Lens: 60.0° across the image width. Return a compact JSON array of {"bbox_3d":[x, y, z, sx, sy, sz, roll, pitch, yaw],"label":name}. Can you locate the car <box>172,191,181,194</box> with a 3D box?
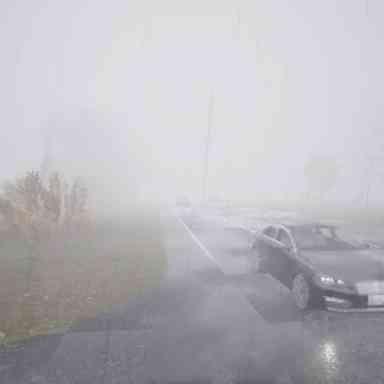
[{"bbox_3d":[-3.568,0.885,81.229,2.150,2.045,5.566,0,0,1],"label":"car"}]

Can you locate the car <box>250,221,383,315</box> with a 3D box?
[{"bbox_3d":[2.790,1.492,7.874,2.128,1.511,4.902,0,0,-6],"label":"car"}]

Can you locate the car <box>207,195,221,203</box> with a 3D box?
[{"bbox_3d":[4.020,1.291,61.572,1.994,1.385,4.181,0,0,-6],"label":"car"}]

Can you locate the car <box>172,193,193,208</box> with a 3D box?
[{"bbox_3d":[-1.314,1.312,45.439,1.882,1.535,5.008,0,0,-7],"label":"car"}]
